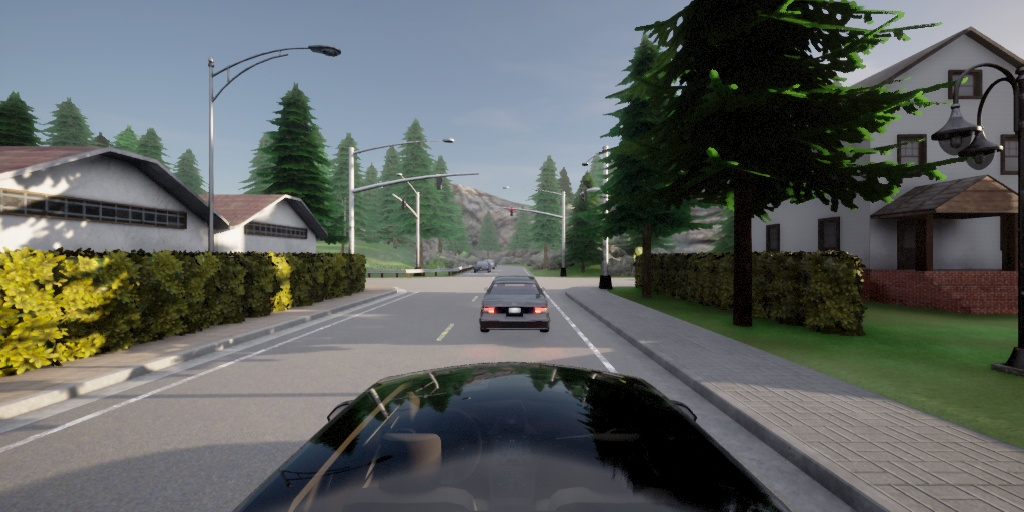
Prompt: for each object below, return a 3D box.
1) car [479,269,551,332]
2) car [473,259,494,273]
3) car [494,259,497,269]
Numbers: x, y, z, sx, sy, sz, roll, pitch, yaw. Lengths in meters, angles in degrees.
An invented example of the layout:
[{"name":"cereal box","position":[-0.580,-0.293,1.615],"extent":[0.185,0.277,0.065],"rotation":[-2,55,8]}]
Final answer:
[{"name":"car","position":[0.079,1.297,10.770],"extent":[2.033,1.411,5.357],"rotation":[0,0,0]},{"name":"car","position":[-3.555,1.276,43.689],"extent":[1.812,1.442,4.674],"rotation":[0,0,0]},{"name":"car","position":[-3.546,1.276,53.707],"extent":[1.812,1.442,4.674],"rotation":[0,0,0]}]
